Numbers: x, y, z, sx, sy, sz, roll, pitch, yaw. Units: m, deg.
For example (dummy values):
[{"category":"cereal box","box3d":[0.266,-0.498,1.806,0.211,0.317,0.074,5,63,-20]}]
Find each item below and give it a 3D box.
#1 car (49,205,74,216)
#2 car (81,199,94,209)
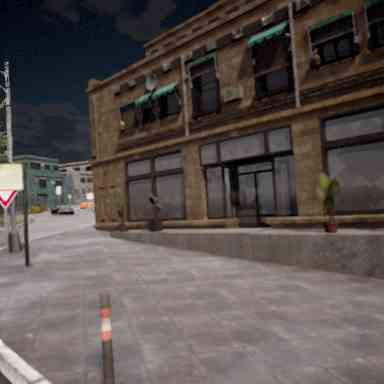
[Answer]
[{"category":"car","box3d":[-17.367,2.369,44.167,1.994,1.385,4.181,-3,1,-42]},{"category":"car","box3d":[-18.920,2.106,62.570,2.097,1.767,4.553,-5,2,17]}]
